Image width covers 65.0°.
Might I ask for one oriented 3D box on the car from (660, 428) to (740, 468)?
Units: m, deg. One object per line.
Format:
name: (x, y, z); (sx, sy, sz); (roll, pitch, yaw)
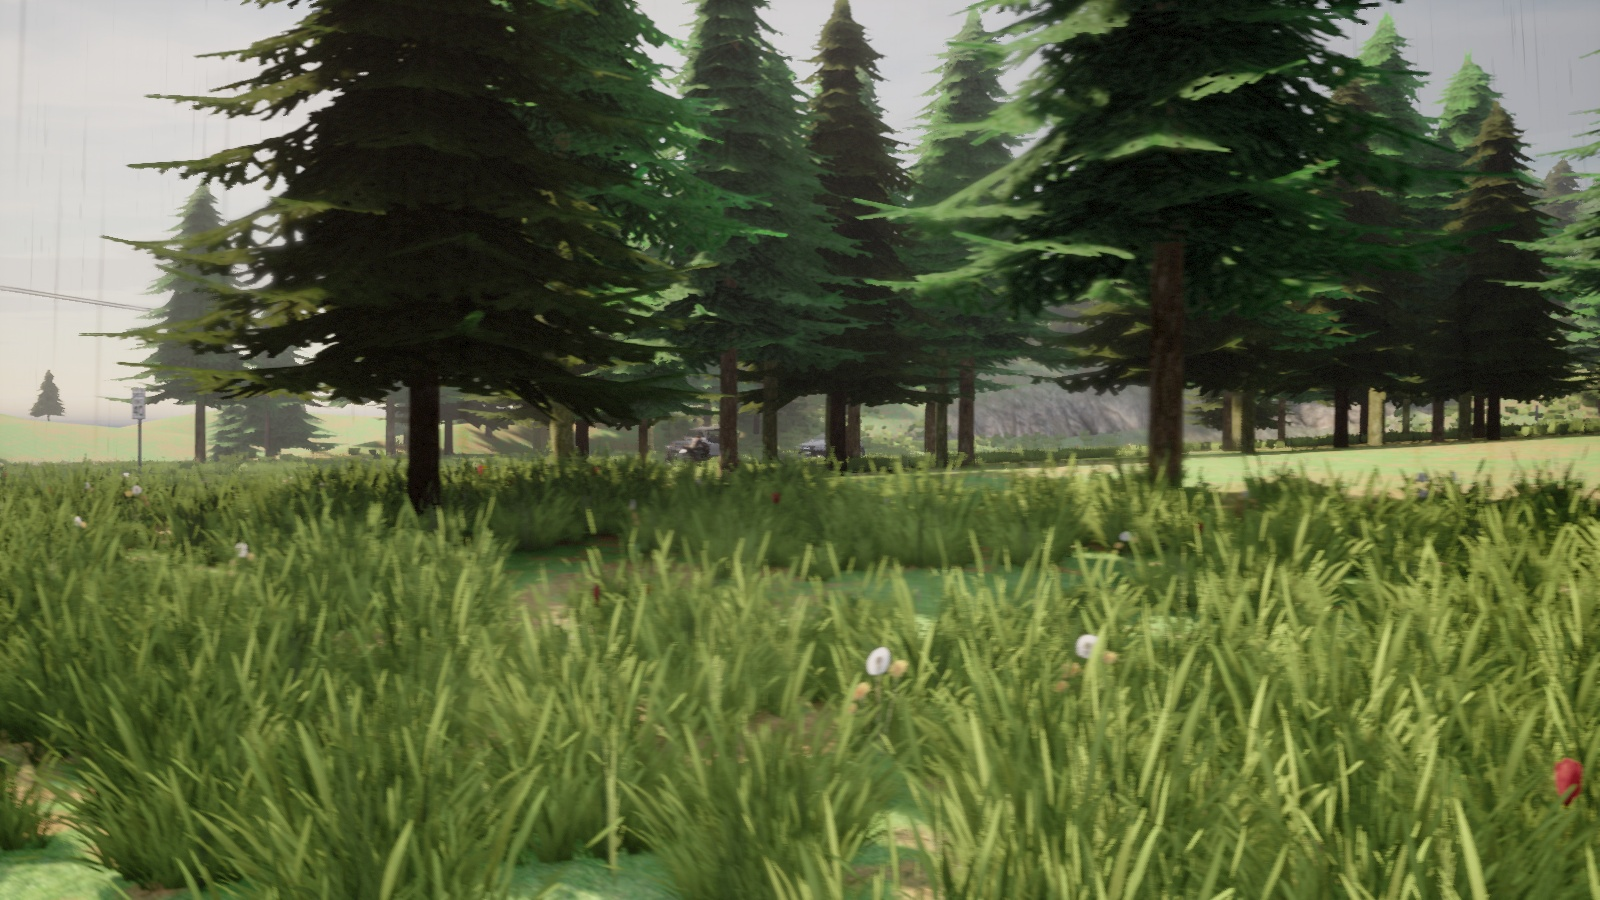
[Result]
car: (-4.822, -0.120, 60.884); (1.905, 1.878, 3.866); (0, 1, 33)

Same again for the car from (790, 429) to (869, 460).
car: (1.717, -0.334, 70.968); (2.152, 1.651, 5.027); (0, 1, 33)

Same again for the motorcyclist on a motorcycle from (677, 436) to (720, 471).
motorcyclist on a motorcycle: (-4.484, 0.136, 55.537); (0.797, 1.523, 2.044); (0, 1, 33)
